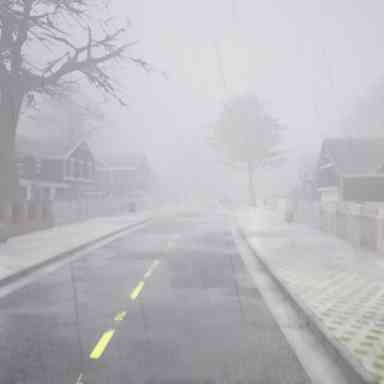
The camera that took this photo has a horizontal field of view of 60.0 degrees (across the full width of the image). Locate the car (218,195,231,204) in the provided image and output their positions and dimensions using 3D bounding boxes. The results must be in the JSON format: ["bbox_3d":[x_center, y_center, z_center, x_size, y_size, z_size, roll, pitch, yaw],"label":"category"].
[{"bbox_3d":[5.922,1.388,59.889,1.837,1.490,4.892,0,0,15],"label":"car"}]

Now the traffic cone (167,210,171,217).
[{"bbox_3d":[-2.017,1.874,28.935,0.340,0.580,0.340,0,0,7],"label":"traffic cone"}]

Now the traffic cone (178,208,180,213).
[{"bbox_3d":[-1.346,1.864,33.943,0.340,0.580,0.340,0,0,8],"label":"traffic cone"}]

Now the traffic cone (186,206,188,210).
[{"bbox_3d":[-0.573,1.855,38.934,0.340,0.580,0.340,0,0,9],"label":"traffic cone"}]
